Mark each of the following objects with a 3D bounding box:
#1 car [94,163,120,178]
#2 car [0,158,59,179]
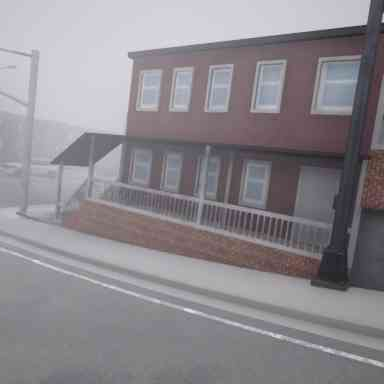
[{"bbox_3d":[-11.169,-2.997,47.049,2.150,2.045,5.566,11,6,35],"label":"car"},{"bbox_3d":[-16.325,-2.469,33.966,2.150,2.045,5.566,11,6,35],"label":"car"}]
